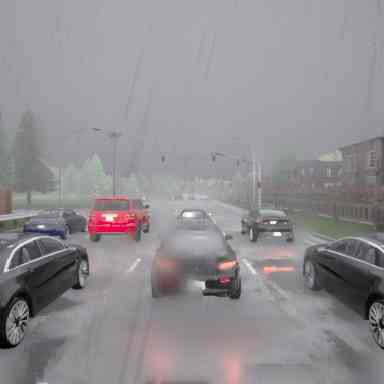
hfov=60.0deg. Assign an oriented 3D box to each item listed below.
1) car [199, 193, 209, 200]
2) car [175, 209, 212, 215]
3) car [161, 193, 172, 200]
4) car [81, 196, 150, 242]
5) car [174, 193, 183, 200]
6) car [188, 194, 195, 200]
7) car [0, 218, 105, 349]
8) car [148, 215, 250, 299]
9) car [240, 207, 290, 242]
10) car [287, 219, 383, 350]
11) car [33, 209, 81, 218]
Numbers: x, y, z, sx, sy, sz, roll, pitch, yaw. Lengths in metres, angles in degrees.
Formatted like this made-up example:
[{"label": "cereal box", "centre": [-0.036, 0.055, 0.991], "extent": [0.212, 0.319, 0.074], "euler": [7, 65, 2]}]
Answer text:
[{"label": "car", "centre": [3.378, 1.217, 89.825], "extent": [2.150, 2.045, 5.566], "euler": [0, 0, 0]}, {"label": "car", "centre": [0.062, 1.564, 17.063], "extent": [1.994, 1.385, 4.181], "euler": [0, 0, 0]}, {"label": "car", "centre": [-7.122, 1.217, 89.810], "extent": [2.150, 2.045, 5.566], "euler": [0, 0, 0]}, {"label": "car", "centre": [-3.435, 1.221, 16.541], "extent": [2.150, 2.045, 5.566], "euler": [0, 0, 0]}, {"label": "car", "centre": [-3.622, 1.217, 89.815], "extent": [2.150, 2.045, 5.566], "euler": [0, 0, 0]}, {"label": "car", "centre": [-0.122, 1.531, 89.790], "extent": [2.033, 1.411, 5.357], "euler": [0, 0, 0]}, {"label": "car", "centre": [-3.417, 1.492, 6.231], "extent": [2.128, 1.511, 4.902], "euler": [0, 0, 0]}, {"label": "car", "centre": [0.085, 1.526, 8.315], "extent": [1.812, 1.442, 4.674], "euler": [0, 0, 0]}, {"label": "car", "centre": [3.561, 1.505, 16.273], "extent": [1.837, 1.490, 4.892], "euler": [0, 0, 0]}, {"label": "car", "centre": [3.585, 1.492, 6.132], "extent": [2.128, 1.511, 4.902], "euler": [0, 0, 0]}, {"label": "car", "centre": [-6.936, 1.564, 17.315], "extent": [1.994, 1.385, 4.181], "euler": [0, 0, 0]}]
